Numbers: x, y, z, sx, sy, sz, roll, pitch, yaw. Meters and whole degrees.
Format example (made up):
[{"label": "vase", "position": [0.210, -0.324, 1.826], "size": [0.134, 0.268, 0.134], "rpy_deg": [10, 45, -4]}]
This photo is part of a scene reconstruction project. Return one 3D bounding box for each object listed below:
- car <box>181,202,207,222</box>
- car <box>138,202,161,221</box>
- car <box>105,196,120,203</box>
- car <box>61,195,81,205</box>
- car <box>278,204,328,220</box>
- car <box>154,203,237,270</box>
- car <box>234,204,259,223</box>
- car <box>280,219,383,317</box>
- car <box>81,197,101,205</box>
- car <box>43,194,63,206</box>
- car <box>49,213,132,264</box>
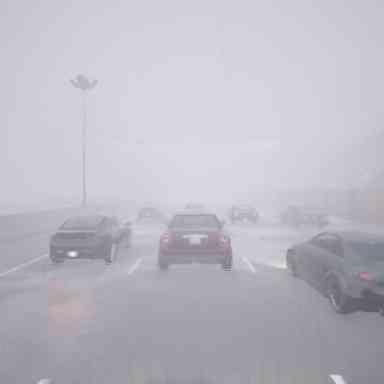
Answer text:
[{"label": "car", "position": [0.155, 1.563, 27.236], "size": [1.994, 1.385, 4.181], "rpy_deg": [0, 0, 0]}, {"label": "car", "position": [-3.348, 1.546, 27.661], "size": [1.812, 1.442, 4.674], "rpy_deg": [0, 0, 0]}, {"label": "car", "position": [-14.469, 1.586, 60.781], "size": [1.837, 1.490, 4.892], "rpy_deg": [0, 0, -1]}, {"label": "car", "position": [-21.459, 1.625, 60.625], "size": [2.128, 1.511, 4.902], "rpy_deg": [0, 0, -1]}, {"label": "car", "position": [7.124, 1.505, 21.705], "size": [2.033, 1.411, 5.357], "rpy_deg": [0, 0, 1]}, {"label": "car", "position": [0.101, 1.352, 11.233], "size": [2.097, 1.767, 4.553], "rpy_deg": [0, 0, 0]}, {"label": "car", "position": [3.653, 1.579, 24.973], "size": [1.895, 1.301, 4.718], "rpy_deg": [0, 0, 0]}, {"label": "car", "position": [3.579, 1.543, 7.521], "size": [1.994, 1.385, 4.181], "rpy_deg": [0, 0, 0]}, {"label": "car", "position": [-17.965, 1.602, 60.704], "size": [2.128, 1.511, 4.902], "rpy_deg": [0, 0, -1]}, {"label": "car", "position": [-24.950, 1.378, 60.508], "size": [2.150, 2.045, 5.566], "rpy_deg": [0, 0, -1]}, {"label": "car", "position": [-3.394, 1.525, 11.922], "size": [1.837, 1.490, 4.892], "rpy_deg": [0, 0, 0]}]
